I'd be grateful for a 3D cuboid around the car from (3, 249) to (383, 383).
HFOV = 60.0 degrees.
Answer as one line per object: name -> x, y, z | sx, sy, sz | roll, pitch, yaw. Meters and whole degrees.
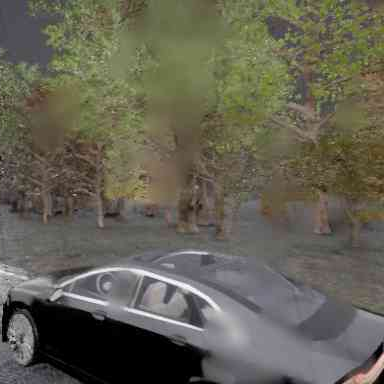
car -> -0.384, 1.464, 3.981 | 4.902, 1.511, 2.128 | 1, 0, 36
